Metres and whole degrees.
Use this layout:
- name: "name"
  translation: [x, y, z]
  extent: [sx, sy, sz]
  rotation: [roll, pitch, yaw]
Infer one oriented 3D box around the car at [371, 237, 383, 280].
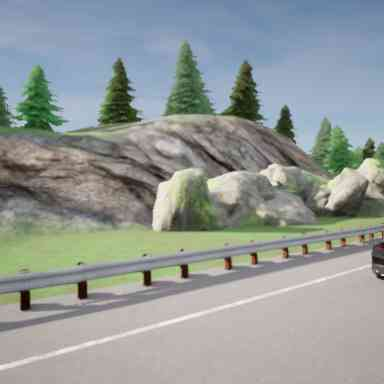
- name: "car"
  translation: [6.541, 1.512, 8.789]
  extent: [4.892, 1.490, 1.837]
  rotation: [0, 0, -38]
